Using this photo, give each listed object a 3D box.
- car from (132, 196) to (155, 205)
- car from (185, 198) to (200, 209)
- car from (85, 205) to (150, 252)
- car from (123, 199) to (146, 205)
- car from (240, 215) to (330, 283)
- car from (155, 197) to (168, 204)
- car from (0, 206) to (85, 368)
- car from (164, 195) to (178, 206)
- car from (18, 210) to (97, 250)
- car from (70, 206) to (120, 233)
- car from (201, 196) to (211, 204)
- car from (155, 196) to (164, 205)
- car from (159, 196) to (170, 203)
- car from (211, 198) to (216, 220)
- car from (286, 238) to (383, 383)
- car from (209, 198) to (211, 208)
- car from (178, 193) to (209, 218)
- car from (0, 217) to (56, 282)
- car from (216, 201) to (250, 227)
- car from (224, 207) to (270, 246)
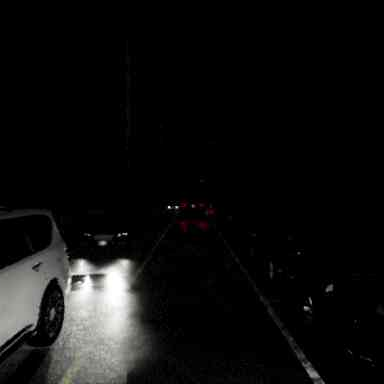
[{"bbox_3d":[-5.774,1.349,36.708,2.192,1.841,5.009,0,0,0],"label":"car"},{"bbox_3d":[0.087,1.609,46.614,1.994,1.385,4.181,0,0,0],"label":"car"},{"bbox_3d":[-3.094,1.504,13.977,2.128,1.511,4.902,0,0,0],"label":"car"},{"bbox_3d":[-5.772,1.610,31.251,1.802,1.307,4.206,0,0,0],"label":"car"},{"bbox_3d":[2.760,1.559,9.433,2.008,1.369,4.403,0,0,0],"label":"car"},{"bbox_3d":[-5.782,1.621,63.993,2.008,1.369,4.403,0,0,0],"label":"car"},{"bbox_3d":[-3.100,1.226,3.437,2.150,2.045,5.566,0,0,0],"label":"car"},{"bbox_3d":[-3.072,1.606,56.241,2.033,1.411,5.357,0,0,1],"label":"car"},{"bbox_3d":[-5.767,1.596,14.880,1.802,1.307,4.206,0,0,0],"label":"car"},{"bbox_3d":[-5.769,1.601,20.337,1.802,1.307,4.206,0,0,0],"label":"car"},{"bbox_3d":[2.743,1.595,64.168,1.752,1.417,4.829,0,0,0],"label":"car"},{"bbox_3d":[-5.780,1.503,58.536,1.967,1.590,4.097,0,0,0],"label":"car"},{"bbox_3d":[-5.784,1.623,69.450,1.887,1.381,4.507,0,0,0],"label":"car"},{"bbox_3d":[2.755,1.463,25.803,1.967,1.590,4.097,0,0,0],"label":"car"},{"bbox_3d":[2.761,1.569,3.976,1.947,1.339,4.313,0,0,0],"label":"car"},{"bbox_3d":[2.341,1.545,43.719,1.837,1.490,4.892,0,0,0],"label":"car"},{"bbox_3d":[0.090,1.251,30.185,2.150,2.045,5.566,0,0,0],"label":"car"},{"bbox_3d":[-5.766,1.560,9.423,2.008,1.369,4.403,0,0,0],"label":"car"},{"bbox_3d":[2.756,1.458,20.346,1.967,1.590,4.097,0,0,0],"label":"car"},{"bbox_3d":[2.758,1.564,14.889,2.008,1.369,4.403,0,0,0],"label":"car"}]
